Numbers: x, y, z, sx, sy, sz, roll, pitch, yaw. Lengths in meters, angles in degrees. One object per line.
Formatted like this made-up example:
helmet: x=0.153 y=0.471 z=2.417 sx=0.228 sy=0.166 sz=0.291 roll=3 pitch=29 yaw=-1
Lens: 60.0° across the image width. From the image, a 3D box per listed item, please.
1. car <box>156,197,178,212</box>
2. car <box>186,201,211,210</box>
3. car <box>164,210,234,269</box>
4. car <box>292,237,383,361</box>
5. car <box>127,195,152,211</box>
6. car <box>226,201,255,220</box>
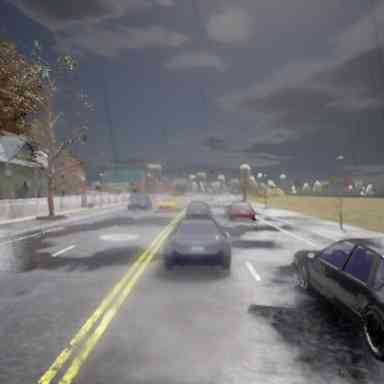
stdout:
car: x=-2.584 y=1.302 z=35.373 sx=1.882 sy=1.535 sz=5.008 roll=0 pitch=0 yaw=2
car: x=0.533 y=1.430 z=26.407 sx=1.994 sy=1.385 sz=4.181 roll=0 pitch=0 yaw=2
car: x=0.187 y=1.505 z=11.010 sx=1.994 sy=1.385 sz=4.181 roll=0 pitch=0 yaw=1
car: x=3.351 y=1.517 z=5.770 sx=2.033 sy=1.411 sz=5.357 roll=0 pitch=0 yaw=1
car: x=-5.758 y=1.169 z=37.107 sx=2.097 sy=1.767 sz=4.553 roll=0 pitch=0 yaw=3
car: x=3.782 y=1.430 z=26.310 sx=1.994 sy=1.385 sz=4.181 roll=0 pitch=0 yaw=2
